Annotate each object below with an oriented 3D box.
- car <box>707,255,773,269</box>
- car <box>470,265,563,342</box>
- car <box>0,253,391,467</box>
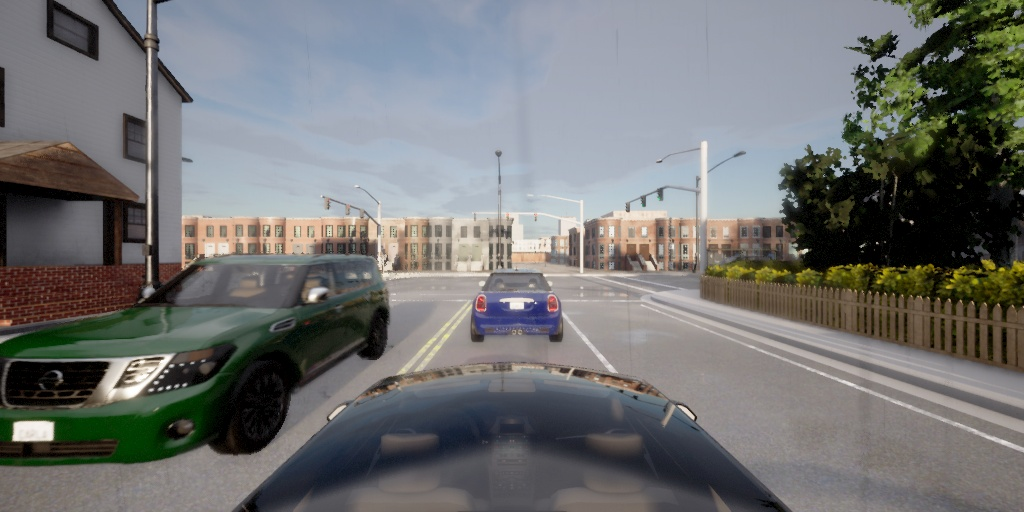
[{"bbox_3d":[18.735,0.967,29.643,5.566,2.045,2.150,0,0,0],"label":"car"},{"bbox_3d":[0.109,1.101,9.928,2.097,1.767,4.553,0,0,0],"label":"car"},{"bbox_3d":[-3.629,0.971,5.468,2.150,2.045,5.566,0,0,0],"label":"car"}]
